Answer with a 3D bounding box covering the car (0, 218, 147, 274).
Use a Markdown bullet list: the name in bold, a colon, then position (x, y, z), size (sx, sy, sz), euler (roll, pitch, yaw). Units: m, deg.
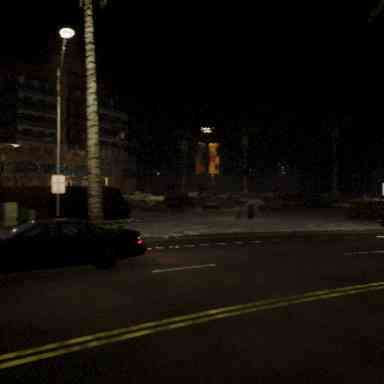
- **car**: position (-4.000, 1.480, 9.398), size (5.357, 1.411, 2.033), euler (0, 0, -31)
